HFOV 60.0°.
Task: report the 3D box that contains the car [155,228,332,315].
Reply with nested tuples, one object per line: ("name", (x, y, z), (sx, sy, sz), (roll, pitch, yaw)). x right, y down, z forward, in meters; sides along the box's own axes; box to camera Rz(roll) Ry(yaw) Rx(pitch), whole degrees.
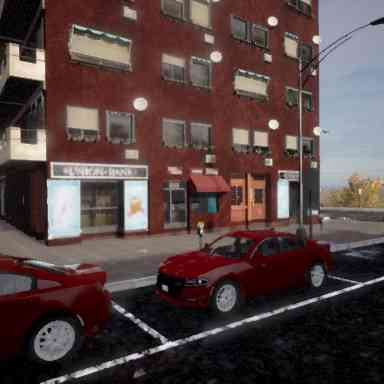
("car", (1.323, 1.543, 7.515), (4.507, 1.381, 1.887), (0, -1, -35))

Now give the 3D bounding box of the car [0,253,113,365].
("car", (-3.300, 1.544, 4.218), (4.507, 1.381, 1.887), (0, -1, -35))
